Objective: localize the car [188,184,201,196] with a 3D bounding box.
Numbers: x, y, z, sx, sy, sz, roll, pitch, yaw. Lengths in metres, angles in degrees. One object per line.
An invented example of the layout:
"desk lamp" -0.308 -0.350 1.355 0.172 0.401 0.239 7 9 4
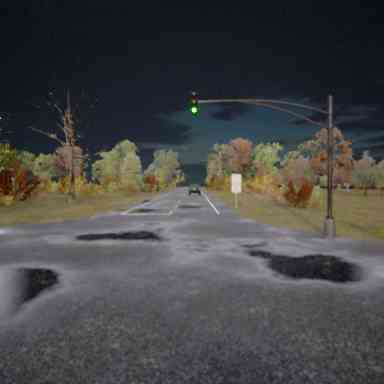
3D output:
"car" 0.473 -0.418 59.193 2.150 2.045 5.566 0 2 0

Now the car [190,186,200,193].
"car" 0.555 -0.490 69.585 2.033 1.411 5.357 0 2 0
